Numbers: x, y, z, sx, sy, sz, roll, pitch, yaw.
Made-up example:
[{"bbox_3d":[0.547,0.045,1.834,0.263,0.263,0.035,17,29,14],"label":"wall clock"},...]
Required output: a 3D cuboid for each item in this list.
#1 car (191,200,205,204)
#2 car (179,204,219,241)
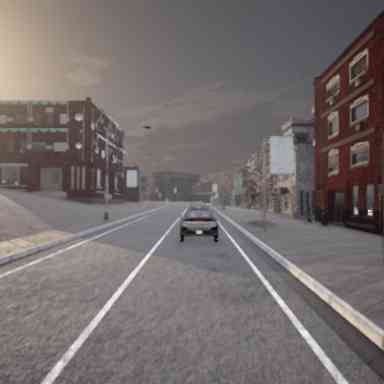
[{"bbox_3d":[0.650,1.688,35.669,2.097,1.767,4.553,0,-1,1],"label":"car"},{"bbox_3d":[0.361,1.614,17.320,2.128,1.511,4.902,0,-1,1],"label":"car"}]
